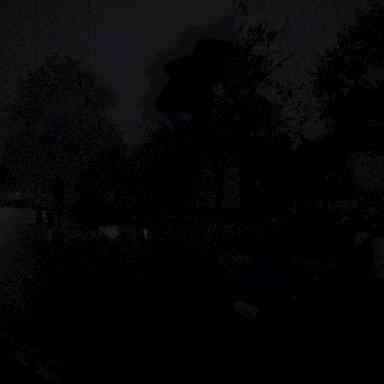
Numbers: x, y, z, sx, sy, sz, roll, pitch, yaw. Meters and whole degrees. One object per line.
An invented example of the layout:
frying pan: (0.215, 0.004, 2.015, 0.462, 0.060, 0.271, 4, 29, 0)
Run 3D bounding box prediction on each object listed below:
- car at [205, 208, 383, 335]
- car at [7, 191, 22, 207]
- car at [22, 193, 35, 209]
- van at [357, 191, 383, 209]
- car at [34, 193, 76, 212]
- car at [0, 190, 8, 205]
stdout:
car: (2.152, 1.182, 6.369, 2.163, 1.488, 4.792, 2, 1, 36)
car: (-16.687, 0.910, 35.886, 2.163, 1.488, 4.792, 2, 1, 36)
car: (-14.508, 0.840, 34.378, 2.185, 1.767, 4.553, 2, 1, 36)
van: (9.726, 0.921, 16.913, 1.878, 1.987, 4.442, 2, 2, 36)
car: (-12.291, 1.055, 32.724, 2.097, 1.535, 5.008, 2, 1, 36)
car: (-18.912, 0.831, 37.534, 2.002, 1.452, 4.674, 2, 1, 36)
